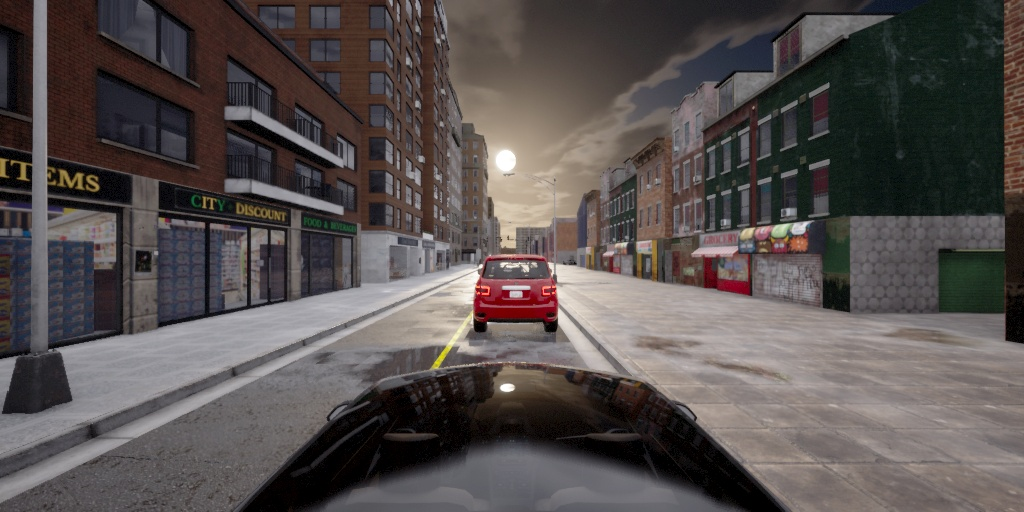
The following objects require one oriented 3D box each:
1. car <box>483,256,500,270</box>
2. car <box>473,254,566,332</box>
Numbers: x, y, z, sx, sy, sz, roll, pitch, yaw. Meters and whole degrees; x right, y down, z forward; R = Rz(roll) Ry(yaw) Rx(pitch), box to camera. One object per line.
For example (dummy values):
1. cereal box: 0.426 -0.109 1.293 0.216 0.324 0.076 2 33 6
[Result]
1. car: -2.864 0.972 51.982 2.150 2.045 5.566 0 0 1
2. car: 0.090 0.972 10.947 2.150 2.045 5.566 0 0 0
